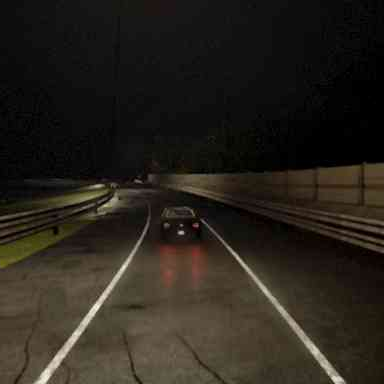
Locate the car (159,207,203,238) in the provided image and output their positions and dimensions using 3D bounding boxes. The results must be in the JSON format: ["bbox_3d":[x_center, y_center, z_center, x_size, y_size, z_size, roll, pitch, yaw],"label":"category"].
[{"bbox_3d":[-0.623,1.396,16.353,1.895,1.301,4.718,0,1,-4],"label":"car"}]
